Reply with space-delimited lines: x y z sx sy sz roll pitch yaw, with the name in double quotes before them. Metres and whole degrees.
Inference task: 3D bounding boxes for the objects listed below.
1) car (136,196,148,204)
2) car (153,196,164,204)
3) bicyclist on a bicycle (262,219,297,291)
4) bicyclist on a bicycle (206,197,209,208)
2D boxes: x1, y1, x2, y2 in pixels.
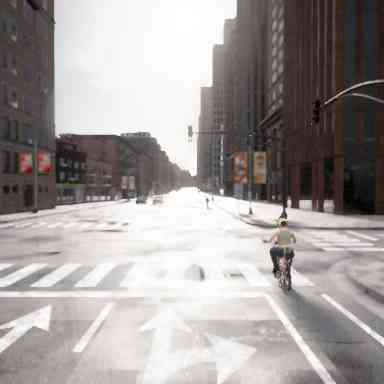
"car" -9.745 1.566 64.704 1.837 1.490 4.892 0 0 0
"car" -6.495 1.522 64.703 1.882 1.535 5.008 0 0 0
"bicyclist on a bicycle" 2.172 1.439 8.046 0.866 1.612 1.509 0 0 1
"bicyclist on a bicycle" 2.254 1.487 48.135 0.582 1.620 1.656 0 0 0
